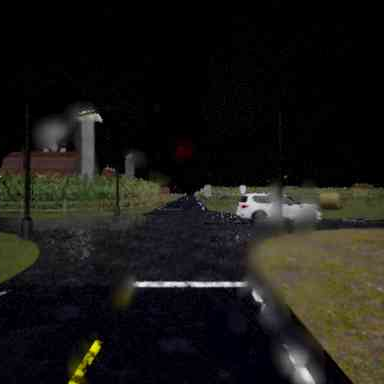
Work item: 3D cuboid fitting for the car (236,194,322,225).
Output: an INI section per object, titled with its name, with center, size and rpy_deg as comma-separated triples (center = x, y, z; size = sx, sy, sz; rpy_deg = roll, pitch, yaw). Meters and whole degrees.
[car]
center = 5.772, 1.154, 22.457
size = 5.566, 2.045, 2.150
rpy_deg = 1, 0, -4
